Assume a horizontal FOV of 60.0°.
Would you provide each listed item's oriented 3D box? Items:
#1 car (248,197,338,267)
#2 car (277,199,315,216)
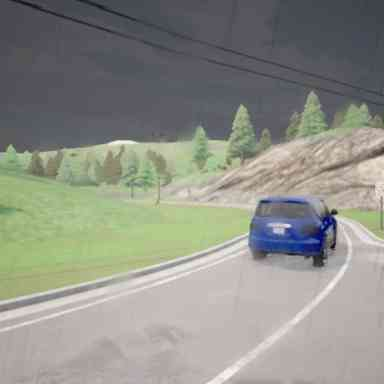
[{"bbox_3d":[3.720,1.172,11.662,2.150,2.045,5.566,0,0,29],"label":"car"},{"bbox_3d":[9.794,1.413,31.768,2.033,1.411,5.357,0,0,1],"label":"car"}]
